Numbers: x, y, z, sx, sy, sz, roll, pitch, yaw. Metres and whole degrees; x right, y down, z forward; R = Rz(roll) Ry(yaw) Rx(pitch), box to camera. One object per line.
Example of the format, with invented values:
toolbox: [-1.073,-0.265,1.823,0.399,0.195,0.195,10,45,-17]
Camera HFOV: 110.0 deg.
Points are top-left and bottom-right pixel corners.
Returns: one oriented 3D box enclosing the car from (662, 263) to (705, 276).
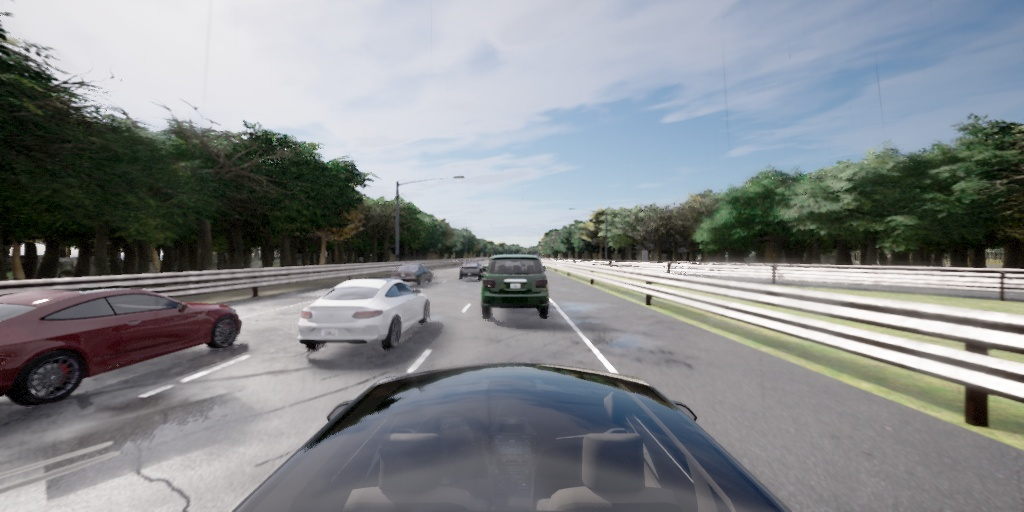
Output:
car: [19.206,1.440,40.441,2.033,1.411,5.357,0,0,-18]

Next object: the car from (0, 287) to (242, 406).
car: [-6.905,1.238,5.992,1.812,1.442,4.674,0,0,0]

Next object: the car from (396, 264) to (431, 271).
car: [-6.904,1.284,25.214,2.033,1.411,5.357,0,0,0]

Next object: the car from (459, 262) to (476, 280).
car: [-3.395,1.240,31.146,2.128,1.511,4.902,0,0,0]

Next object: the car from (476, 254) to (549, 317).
car: [0.101,0.966,13.190,2.150,2.045,5.566,0,0,0]

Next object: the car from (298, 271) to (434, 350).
car: [-3.397,1.267,8.998,1.812,1.442,4.674,0,0,0]
